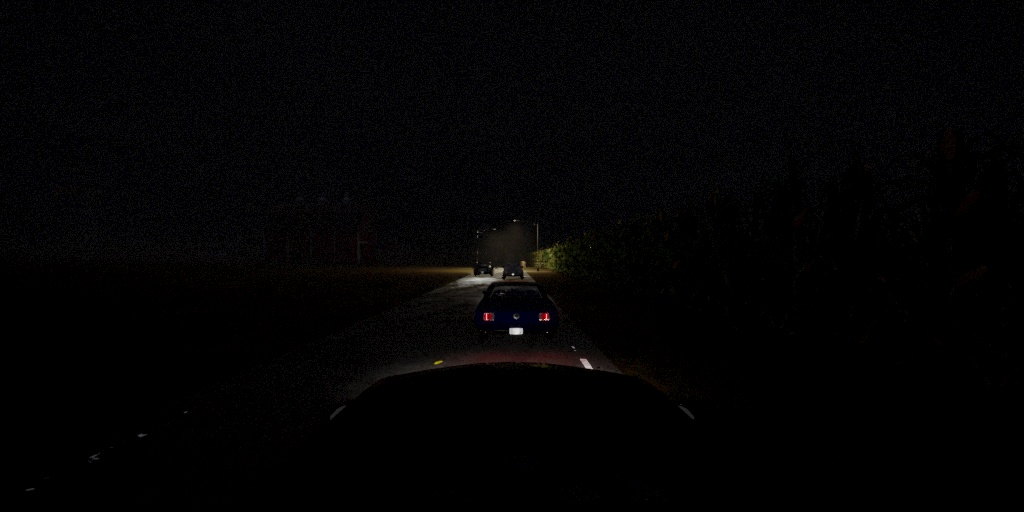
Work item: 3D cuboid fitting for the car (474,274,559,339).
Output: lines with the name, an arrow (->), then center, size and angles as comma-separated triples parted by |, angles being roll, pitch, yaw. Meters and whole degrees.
car -> 0.097, 1.356, 10.037 | 1.895, 1.301, 4.718 | 0, 0, 0

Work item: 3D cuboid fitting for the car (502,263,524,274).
car -> 0.095, 1.331, 32.600 | 1.812, 1.442, 4.674 | 0, 0, 0

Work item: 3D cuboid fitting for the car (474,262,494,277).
car -> -2.848, 1.324, 37.032 | 2.128, 1.511, 4.902 | 0, 0, 0
